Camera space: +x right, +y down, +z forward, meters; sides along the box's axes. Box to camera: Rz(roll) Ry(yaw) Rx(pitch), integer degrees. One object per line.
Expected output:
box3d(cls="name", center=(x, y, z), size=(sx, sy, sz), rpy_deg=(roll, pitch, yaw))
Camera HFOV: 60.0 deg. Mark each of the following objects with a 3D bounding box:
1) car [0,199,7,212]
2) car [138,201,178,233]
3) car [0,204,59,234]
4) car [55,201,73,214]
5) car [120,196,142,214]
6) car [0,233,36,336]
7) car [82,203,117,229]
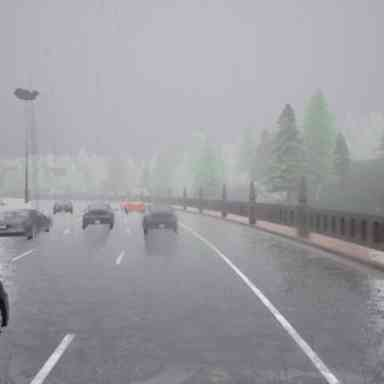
box3d(cls="car", center=(-23.073, 1.545, 39.175), size=(1.812, 1.442, 4.674), rpy_deg=(0, 0, -25))
box3d(cls="car", center=(-1.975, 1.479, 19.354), size=(1.837, 1.490, 4.892), rpy_deg=(0, 0, -11))
box3d(cls="car", center=(-8.550, 1.550, 16.808), size=(2.033, 1.411, 5.357), rpy_deg=(0, 0, -10))
box3d(cls="car", center=(-13.726, 1.591, 35.516), size=(1.895, 1.301, 4.718), rpy_deg=(0, 0, -20))
box3d(cls="car", center=(-6.385, 1.315, 35.596), size=(2.097, 1.767, 4.553), rpy_deg=(0, 0, -19))
box3d(cls="car", center=(-3.634, 1.499, 3.126), size=(2.128, 1.511, 4.902), rpy_deg=(0, 0, -2))
box3d(cls="car", center=(-6.055, 1.490, 21.871), size=(1.837, 1.490, 4.892), rpy_deg=(0, 0, -12))
